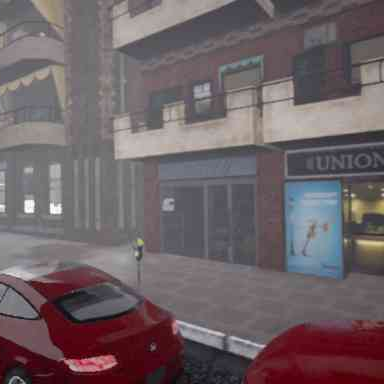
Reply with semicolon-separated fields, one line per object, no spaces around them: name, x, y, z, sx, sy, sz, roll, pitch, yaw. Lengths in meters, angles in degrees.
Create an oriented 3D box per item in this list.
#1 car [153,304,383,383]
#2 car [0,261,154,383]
car;2.488;1.315;1.124;5.009;1.841;2.192;0;-1;35
car;-2.027;1.582;4.334;4.206;1.307;1.802;0;-1;35
